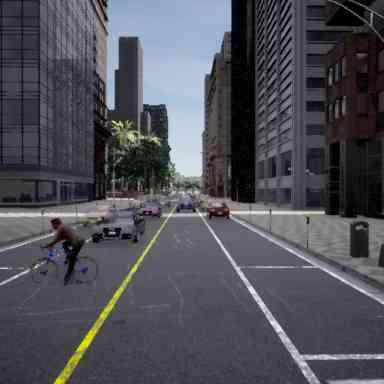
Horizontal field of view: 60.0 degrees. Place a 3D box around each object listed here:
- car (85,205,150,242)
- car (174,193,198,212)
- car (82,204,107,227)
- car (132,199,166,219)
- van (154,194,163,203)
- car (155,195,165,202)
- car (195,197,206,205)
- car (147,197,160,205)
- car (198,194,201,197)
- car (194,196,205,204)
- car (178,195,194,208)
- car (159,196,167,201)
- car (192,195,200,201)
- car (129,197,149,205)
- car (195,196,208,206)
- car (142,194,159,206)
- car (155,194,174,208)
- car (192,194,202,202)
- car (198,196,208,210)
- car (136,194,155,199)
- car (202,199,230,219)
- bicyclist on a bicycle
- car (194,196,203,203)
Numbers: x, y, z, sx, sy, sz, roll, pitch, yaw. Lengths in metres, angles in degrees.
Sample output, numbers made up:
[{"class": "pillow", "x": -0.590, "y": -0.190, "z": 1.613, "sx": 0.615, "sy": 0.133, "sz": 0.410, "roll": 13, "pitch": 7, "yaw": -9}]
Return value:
[{"class": "car", "x": -3.402, "y": 1.562, "z": 16.103, "sx": 1.994, "sy": 1.385, "sz": 4.181, "roll": 0, "pitch": 0, "yaw": -1}, {"class": "car", "x": -0.670, "y": 1.354, "z": 38.186, "sx": 2.097, "sy": 1.767, "sz": 4.553, "roll": 0, "pitch": 0, "yaw": -1}, {"class": "car", "x": -6.218, "y": 1.524, "z": 22.933, "sx": 1.752, "sy": 1.417, "sz": 4.829, "roll": 0, "pitch": 0, "yaw": -1}, {"class": "car", "x": -3.648, "y": 1.563, "z": 28.896, "sx": 1.994, "sy": 1.385, "sz": 4.181, "roll": 0, "pitch": 0, "yaw": -1}, {"class": "van", "x": -7.240, "y": 1.367, "z": 71.927, "sx": 1.690, "sy": 1.788, "sz": 3.998, "roll": 0, "pitch": 0, "yaw": -1}, {"class": "car", "x": -7.352, "y": 1.470, "z": 77.351, "sx": 1.967, "sy": 1.590, "sz": 4.097, "roll": 0, "pitch": 0, "yaw": -1}, {"class": "car", "x": 1.510, "y": 1.561, "z": 61.241, "sx": 1.887, "sy": 1.381, "sz": 4.507, "roll": 0, "pitch": 0, "yaw": -1}, {"class": "car", "x": -7.013, "y": 1.561, "z": 61.076, "sx": 1.887, "sy": 1.381, "sz": 4.507, "roll": 0, "pitch": 0, "yaw": -1}, {"class": "car", "x": 1.736, "y": 1.448, "z": 50.394, "sx": 1.967, "sy": 1.590, "sz": 4.097, "roll": 0, "pitch": 0, "yaw": -1}, {"class": "car", "x": 1.398, "y": 1.572, "z": 66.665, "sx": 2.008, "sy": 1.369, "sz": 4.403, "roll": 0, "pitch": 0, "yaw": -1}, {"class": "car", "x": -0.872, "y": 1.359, "z": 47.953, "sx": 2.097, "sy": 1.767, "sz": 4.553, "roll": 0, "pitch": 0, "yaw": -1}, {"class": "car", "x": -7.578, "y": 1.618, "z": 88.202, "sx": 1.802, "sy": 1.307, "sz": 4.206, "roll": 0, "pitch": 0, "yaw": -1}, {"class": "car", "x": 0.946, "y": 1.602, "z": 88.361, "sx": 1.947, "sy": 1.339, "sz": 4.313, "roll": 0, "pitch": 0, "yaw": -1}, {"class": "car", "x": -6.561, "y": 1.584, "z": 39.378, "sx": 1.802, "sy": 1.307, "sz": 4.206, "roll": 0, "pitch": 0, "yaw": -1}, {"class": "car", "x": 1.623, "y": 1.452, "z": 55.818, "sx": 1.967, "sy": 1.590, "sz": 4.097, "roll": 0, "pitch": 0, "yaw": -1}, {"class": "car", "x": -6.901, "y": 1.327, "z": 55.652, "sx": 2.192, "sy": 1.841, "sz": 5.009, "roll": 0, "pitch": 0, "yaw": -1}, {"class": "car", "x": -4.056, "y": 1.498, "z": 47.234, "sx": 2.128, "sy": 1.511, "sz": 4.902, "roll": 0, "pitch": 0, "yaw": -1}, {"class": "car", "x": 1.171, "y": 1.345, "z": 77.513, "sx": 2.192, "sy": 1.841, "sz": 5.009, "roll": 0, "pitch": 0, "yaw": -1}, {"class": "car", "x": 1.959, "y": 1.528, "z": 39.716, "sx": 1.752, "sy": 1.417, "sz": 4.829, "roll": 0, "pitch": 0, "yaw": -1}, {"class": "car", "x": -6.675, "y": 1.320, "z": 44.802, "sx": 2.192, "sy": 1.841, "sz": 5.009, "roll": 0, "pitch": 0, "yaw": -1}, {"class": "car", "x": 2.189, "y": 1.544, "z": 28.698, "sx": 1.887, "sy": 1.381, "sz": 4.507, "roll": 0, "pitch": 0, "yaw": -1}, {"class": "bicyclist on a bicycle", "x": -3.102, "y": 1.454, "z": 8.044, "sx": 1.656, "sy": 1.620, "sz": 0.582, "roll": -2, "pitch": 0, "yaw": -1}, {"class": "car", "x": 1.281, "y": 1.551, "z": 72.259, "sx": 1.752, "sy": 1.417, "sz": 4.829, "roll": 0, "pitch": 0, "yaw": -1}]
